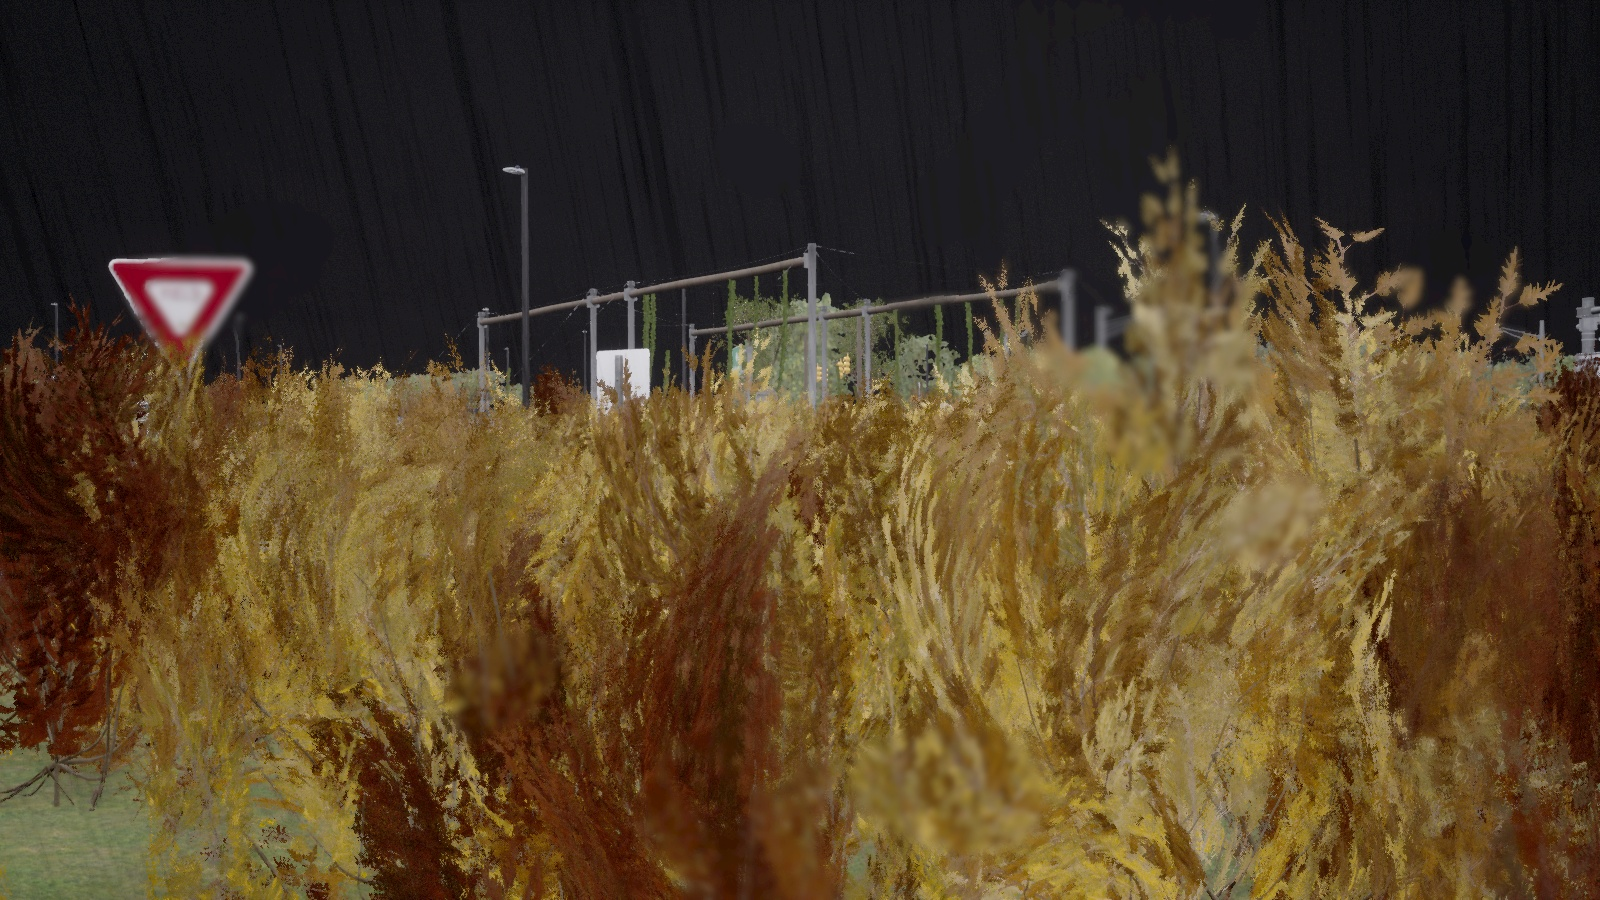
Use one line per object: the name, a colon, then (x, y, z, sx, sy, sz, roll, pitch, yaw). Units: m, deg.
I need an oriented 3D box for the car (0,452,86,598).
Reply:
car: (-10.417, 0.754, 13.385, 4.674, 1.442, 1.812, 0, 2, 6)
